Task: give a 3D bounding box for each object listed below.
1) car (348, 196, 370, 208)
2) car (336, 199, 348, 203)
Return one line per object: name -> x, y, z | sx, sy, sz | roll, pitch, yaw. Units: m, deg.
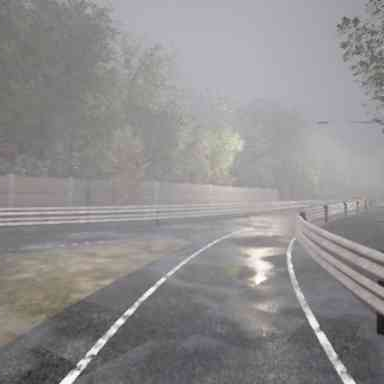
car -> 30.385, 1.765, 60.462 | 2.150, 2.045, 5.566 | 1, 0, 33
car -> 29.667, 2.107, 65.346 | 2.033, 1.411, 5.357 | 1, 0, 33
